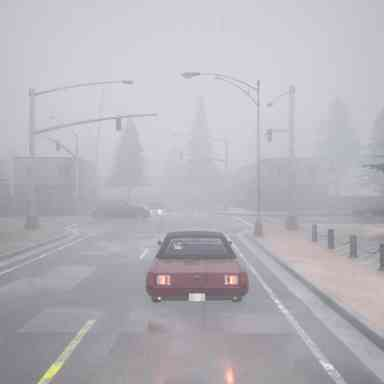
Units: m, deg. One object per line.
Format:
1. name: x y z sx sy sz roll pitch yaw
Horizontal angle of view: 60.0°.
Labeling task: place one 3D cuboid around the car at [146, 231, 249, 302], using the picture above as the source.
1. car: 0.075 1.601 8.187 1.895 1.301 4.718 0 0 -1

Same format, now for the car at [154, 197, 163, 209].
1. car: -4.818 1.530 43.404 1.994 1.385 4.181 0 0 -6

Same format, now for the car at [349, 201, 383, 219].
1. car: 15.775 1.476 27.844 4.902 1.511 2.128 0 0 2

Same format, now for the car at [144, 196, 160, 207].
1. car: -6.319 1.470 52.153 1.837 1.490 4.892 0 0 -15

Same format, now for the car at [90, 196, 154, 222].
1. car: -5.680 1.334 26.392 4.553 1.767 2.097 0 0 -20

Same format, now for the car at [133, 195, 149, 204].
1. car: -9.568 1.443 61.890 1.882 1.535 5.008 0 0 -23
